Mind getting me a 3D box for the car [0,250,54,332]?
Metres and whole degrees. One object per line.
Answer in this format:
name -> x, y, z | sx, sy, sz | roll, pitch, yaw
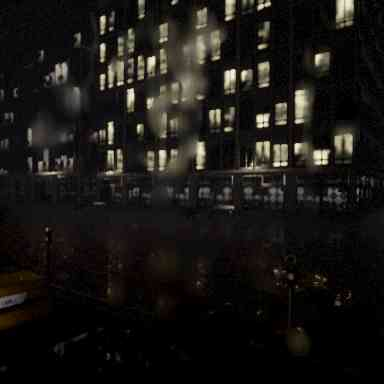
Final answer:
car -> -4.455, 1.498, 6.032 | 4.829, 1.417, 1.752 | 0, 0, 35
